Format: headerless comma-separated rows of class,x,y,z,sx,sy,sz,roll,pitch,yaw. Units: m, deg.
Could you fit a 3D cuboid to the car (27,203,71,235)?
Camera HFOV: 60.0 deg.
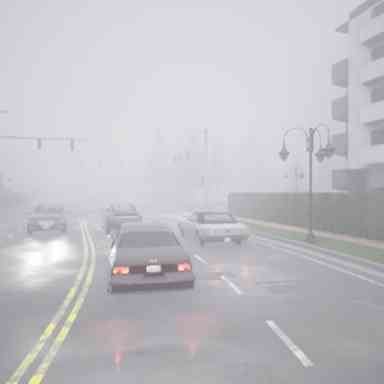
car,-7.786,1.401,18.247,2.128,1.511,4.902,0,0,-19

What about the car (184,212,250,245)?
car,0.723,1.528,14.886,1.895,1.301,4.718,0,0,-17

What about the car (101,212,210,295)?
car,-1.269,1.504,8.811,2.033,1.411,5.357,0,0,-12

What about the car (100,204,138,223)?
car,-3.917,1.402,18.188,2.128,1.511,4.902,0,0,-19
